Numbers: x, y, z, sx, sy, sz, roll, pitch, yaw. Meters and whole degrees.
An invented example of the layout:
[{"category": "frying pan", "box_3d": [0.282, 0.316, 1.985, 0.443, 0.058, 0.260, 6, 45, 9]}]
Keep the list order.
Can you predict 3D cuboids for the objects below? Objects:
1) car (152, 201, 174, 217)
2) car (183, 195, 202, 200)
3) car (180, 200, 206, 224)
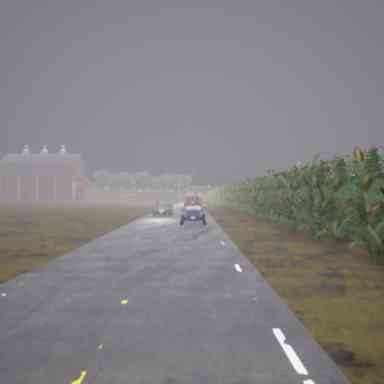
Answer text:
[{"category": "car", "box_3d": [-2.858, 1.631, 33.394, 2.128, 1.511, 4.902, 0, 0, 0]}, {"category": "car", "box_3d": [0.071, 1.430, 42.609, 2.150, 2.045, 5.566, 0, 0, 0]}, {"category": "car", "box_3d": [0.089, 1.606, 25.206, 1.812, 1.442, 4.674, 0, 0, 0]}]
